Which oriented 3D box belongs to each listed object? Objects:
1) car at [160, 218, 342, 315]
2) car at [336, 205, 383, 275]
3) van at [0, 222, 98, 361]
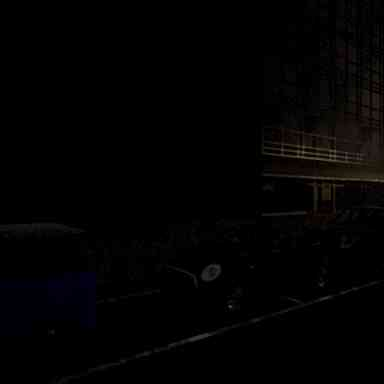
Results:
[{"bbox_3d":[1.290,1.469,7.564,4.097,1.590,1.967,0,0,-35],"label":"car"},{"bbox_3d":[5.858,1.372,10.820,5.009,1.841,2.192,0,0,-35],"label":"car"},{"bbox_3d":[-3.278,1.341,4.308,3.998,1.788,1.690,0,0,-35],"label":"van"}]
